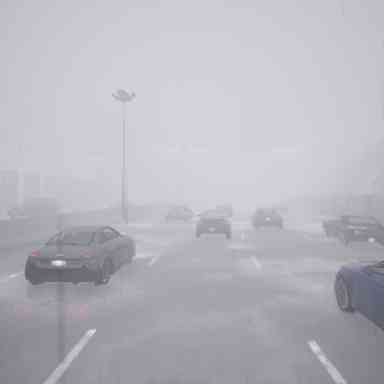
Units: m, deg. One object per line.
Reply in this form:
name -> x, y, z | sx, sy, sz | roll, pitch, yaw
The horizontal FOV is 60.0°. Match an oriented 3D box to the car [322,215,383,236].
car -> 8.017, 1.810, 16.618 | 1.895, 1.301, 4.718 | 0, -1, 6

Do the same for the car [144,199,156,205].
car -> -9.023, 2.179, 71.706 | 1.812, 1.442, 4.674 | 0, -1, 8

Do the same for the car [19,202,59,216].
car -> -17.627, 1.878, 38.590 | 1.837, 1.490, 4.892 | 0, -1, 8

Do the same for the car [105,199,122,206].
car -> -16.413, 2.256, 69.433 | 1.994, 1.385, 4.181 | 0, -1, 9

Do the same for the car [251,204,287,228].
car -> 5.453, 1.853, 24.544 | 1.994, 1.385, 4.181 | 0, -1, 7

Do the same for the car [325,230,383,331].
car -> 3.747, 1.593, 4.897 | 1.812, 1.442, 4.674 | 0, -1, 3

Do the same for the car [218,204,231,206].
car -> 3.783, 2.041, 38.780 | 1.895, 1.301, 4.718 | 0, -1, 8

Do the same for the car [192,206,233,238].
car -> 1.301, 1.742, 19.211 | 1.812, 1.442, 4.674 | 0, -1, 6

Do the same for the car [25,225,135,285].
car -> -3.013, 1.665, 9.834 | 1.994, 1.385, 4.181 | 0, -1, 3

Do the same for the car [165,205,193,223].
car -> -1.063, 1.866, 29.120 | 2.033, 1.411, 5.357 | 0, -1, 7

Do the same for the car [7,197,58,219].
car -> -15.023, 1.527, 31.732 | 2.150, 2.045, 5.566 | 0, -1, 7

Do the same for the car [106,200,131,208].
car -> -9.652, 1.956, 44.816 | 2.128, 1.511, 4.902 | 0, -1, 9

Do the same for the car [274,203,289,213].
car -> 11.744, 2.130, 44.661 | 1.895, 1.301, 4.718 | 0, -1, 9
